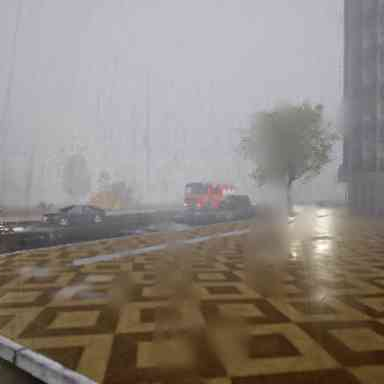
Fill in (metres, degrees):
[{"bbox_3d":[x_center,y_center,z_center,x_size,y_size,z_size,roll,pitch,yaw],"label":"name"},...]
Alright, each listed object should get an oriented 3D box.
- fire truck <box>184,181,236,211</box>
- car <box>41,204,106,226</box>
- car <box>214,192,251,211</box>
[{"bbox_3d":[2.569,0.470,44.809,2.891,3.827,8.468,0,0,38],"label":"fire truck"},{"bbox_3d":[-8.851,1.691,25.171,1.837,1.490,4.892,0,0,38],"label":"car"},{"bbox_3d":[5.620,1.370,43.547,2.150,2.045,5.566,0,0,39],"label":"car"}]
